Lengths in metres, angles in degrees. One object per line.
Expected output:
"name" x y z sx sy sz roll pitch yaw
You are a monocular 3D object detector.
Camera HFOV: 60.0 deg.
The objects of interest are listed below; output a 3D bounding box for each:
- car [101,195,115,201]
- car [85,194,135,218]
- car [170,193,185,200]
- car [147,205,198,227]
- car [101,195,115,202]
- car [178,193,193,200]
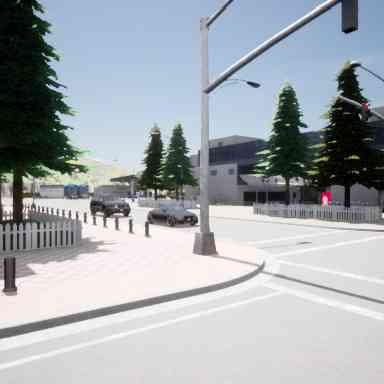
"car" -20.912 1.400 82.792 1.970 1.475 3.806 0 0 -37
"car" -7.837 1.237 31.401 2.150 2.045 5.566 0 0 -37
"car" -3.877 1.113 86.017 1.932 1.855 4.605 0 0 -37
"car" -1.401 1.579 22.884 1.994 1.385 4.181 0 0 -37
"car" -18.884 1.389 75.056 1.845 1.501 3.633 0 0 -37
"car" -1.789 1.092 88.079 1.905 1.878 3.866 0 0 -37
